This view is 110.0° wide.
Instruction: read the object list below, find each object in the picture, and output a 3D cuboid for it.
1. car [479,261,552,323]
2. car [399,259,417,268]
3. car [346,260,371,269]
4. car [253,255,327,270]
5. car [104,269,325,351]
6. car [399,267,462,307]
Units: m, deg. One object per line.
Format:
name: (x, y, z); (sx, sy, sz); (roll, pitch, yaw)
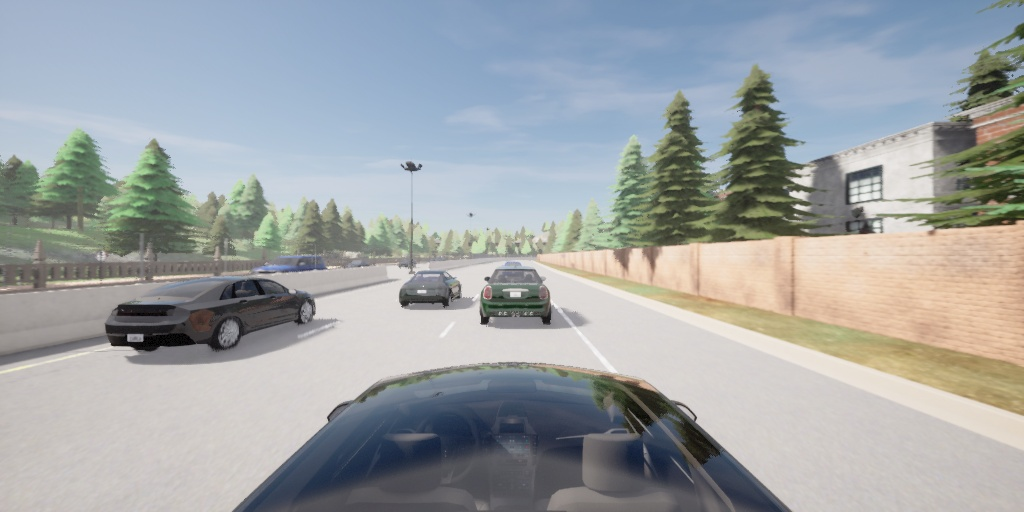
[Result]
car: (0.100, 1.103, 12.189); (2.097, 1.767, 4.553); (0, 0, 0)
car: (-17.300, 1.269, 59.725); (1.837, 1.490, 4.892); (0, 0, 1)
car: (-21.058, 1.277, 49.349); (1.812, 1.442, 4.674); (0, 0, 1)
car: (-14.100, 0.974, 23.043); (2.150, 2.045, 5.566); (0, 0, 0)
car: (-6.900, 1.255, 8.990); (1.837, 1.490, 4.892); (0, 0, 0)
car: (-3.399, 1.314, 15.544); (1.994, 1.385, 4.181); (0, 0, 0)
